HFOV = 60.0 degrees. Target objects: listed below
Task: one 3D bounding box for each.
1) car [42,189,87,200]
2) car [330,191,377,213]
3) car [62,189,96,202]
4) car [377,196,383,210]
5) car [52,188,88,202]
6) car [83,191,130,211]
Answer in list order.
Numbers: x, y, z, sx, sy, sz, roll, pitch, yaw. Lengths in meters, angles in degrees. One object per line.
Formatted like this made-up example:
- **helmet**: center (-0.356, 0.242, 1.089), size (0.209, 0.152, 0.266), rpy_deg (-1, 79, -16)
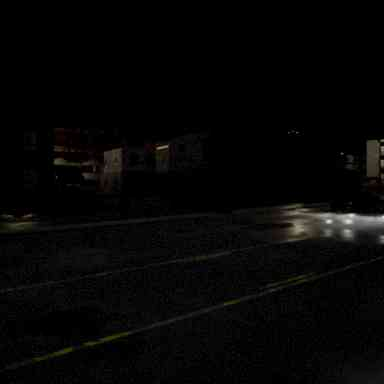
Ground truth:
- **car**: center (-17.244, 0.318, 45.149), size (5.357, 1.415, 2.033), rpy_deg (-1, 1, -36)
- **car**: center (12.810, 0.702, 26.033), size (5.008, 1.535, 1.882), rpy_deg (-2, 1, -35)
- **car**: center (-11.506, 0.469, 37.575), size (5.027, 1.636, 2.152), rpy_deg (-1, 0, -36)
- **car**: center (15.464, 0.803, 23.622), size (4.718, 1.301, 1.895), rpy_deg (-2, 1, -36)
- **car**: center (-15.587, 0.329, 42.645), size (3.988, 1.617, 1.851), rpy_deg (-2, 1, -36)
- **car**: center (-7.649, 0.852, 30.375), size (3.806, 1.475, 1.970), rpy_deg (-2, 1, -36)
